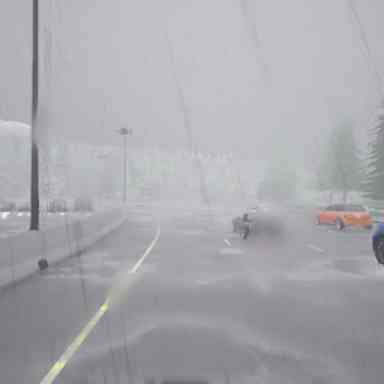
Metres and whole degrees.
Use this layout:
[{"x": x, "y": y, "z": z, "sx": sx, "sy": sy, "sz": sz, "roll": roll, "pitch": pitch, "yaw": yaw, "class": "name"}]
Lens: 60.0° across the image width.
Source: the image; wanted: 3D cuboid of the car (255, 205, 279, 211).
[{"x": 6.163, "y": 1.792, "z": 28.336, "sx": 1.812, "sy": 1.442, "sz": 4.674, "roll": 0, "pitch": 0, "yaw": -6, "class": "car"}]

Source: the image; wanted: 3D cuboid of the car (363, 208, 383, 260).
[{"x": 7.098, "y": 1.306, "z": 8.765, "sx": 2.150, "sy": 2.045, "sz": 5.566, "roll": 0, "pitch": 0, "yaw": 0, "class": "car"}]

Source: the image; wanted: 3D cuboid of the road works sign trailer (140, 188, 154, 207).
[{"x": -8.611, "y": 1.051, "z": 62.357, "sx": 2.380, "sy": 3.560, "sz": 2.880, "roll": 0, "pitch": -1, "yaw": -21, "class": "road works sign trailer"}]

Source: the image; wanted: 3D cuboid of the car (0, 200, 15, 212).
[{"x": -25.709, "y": 1.925, "z": 46.020, "sx": 2.128, "sy": 1.511, "sz": 4.902, "roll": 0, "pitch": -1, "yaw": -15, "class": "car"}]

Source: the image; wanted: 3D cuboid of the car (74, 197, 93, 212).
[{"x": -14.672, "y": 1.647, "z": 45.201, "sx": 2.150, "sy": 2.045, "sz": 5.566, "roll": 0, "pitch": -1, "yaw": -13, "class": "car"}]

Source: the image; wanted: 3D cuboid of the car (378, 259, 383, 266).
[{"x": 3.600, "y": 1.624, "z": 2.366, "sx": 1.895, "sy": 1.301, "sz": 4.718, "roll": 0, "pitch": -1, "yaw": 0, "class": "car"}]

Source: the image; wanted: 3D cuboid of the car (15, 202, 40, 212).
[{"x": -21.741, "y": 1.983, "z": 44.575, "sx": 1.994, "sy": 1.385, "sz": 4.181, "roll": 0, "pitch": -1, "yaw": -14, "class": "car"}]

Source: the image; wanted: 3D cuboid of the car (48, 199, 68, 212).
[{"x": -18.577, "y": 1.788, "z": 46.333, "sx": 2.097, "sy": 1.767, "sz": 4.553, "roll": 0, "pitch": -1, "yaw": -14, "class": "car"}]

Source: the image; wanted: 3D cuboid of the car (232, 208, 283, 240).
[{"x": 3.397, "y": 1.773, "z": 18.236, "sx": 1.895, "sy": 1.301, "sz": 4.718, "roll": 0, "pitch": -1, "yaw": -2, "class": "car"}]

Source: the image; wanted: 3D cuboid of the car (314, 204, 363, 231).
[{"x": 10.118, "y": 1.565, "z": 22.674, "sx": 2.097, "sy": 1.767, "sz": 4.553, "roll": 0, "pitch": -1, "yaw": -4, "class": "car"}]
